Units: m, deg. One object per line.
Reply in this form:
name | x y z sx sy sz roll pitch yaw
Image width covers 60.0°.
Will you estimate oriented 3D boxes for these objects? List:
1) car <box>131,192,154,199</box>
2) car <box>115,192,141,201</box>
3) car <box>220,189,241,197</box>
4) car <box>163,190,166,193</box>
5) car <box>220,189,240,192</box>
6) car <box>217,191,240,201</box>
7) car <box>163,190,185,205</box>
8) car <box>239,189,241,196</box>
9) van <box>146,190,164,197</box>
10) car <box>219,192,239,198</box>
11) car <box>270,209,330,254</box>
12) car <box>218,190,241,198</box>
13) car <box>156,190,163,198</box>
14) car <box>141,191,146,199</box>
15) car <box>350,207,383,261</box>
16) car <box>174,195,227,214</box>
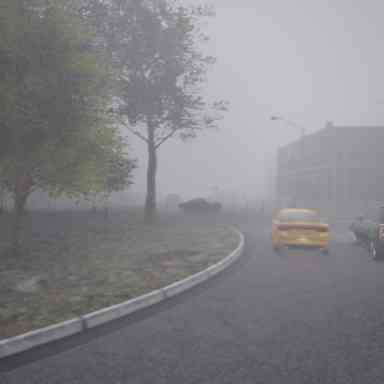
car | -11.788 0.817 78.881 4.892 1.521 2.231 0 1 9
car | -13.457 0.853 67.969 4.553 1.767 2.185 0 1 9
car | 10.428 0.334 90.501 5.566 2.045 2.435 0 1 9
car | -10.320 0.670 87.021 5.366 1.575 1.946 0 1 9
car | 7.013 0.842 68.404 4.553 1.767 2.185 0 1 9
car | 6.108 1.063 63.046 4.792 1.488 2.163 0 1 9
car | -2.704 1.048 51.107 2.097 1.767 4.553 0 1 2
car | 8.309 0.709 76.646 4.553 1.767 2.185 0 1 9
van | -9.962 0.400 89.752 4.442 1.987 1.878 0 1 9
car | 9.148 0.736 82.142 4.892 1.521 2.231 0 1 9
car | 4.212 1.416 13.398 1.882 1.535 5.008 1 0 12
car | 9.602 0.434 84.878 5.566 2.045 2.435 0 1 9
car | -10.957 0.469 84.326 5.566 2.045 2.435 0 1 9
car | -13.066 0.942 70.705 5.008 1.535 2.097 0 1 9
car | 7.165 1.300 11.889 2.097 1.767 4.553 0 0 15
car | 0.748 1.321 33.028 1.882 1.535 5.008 0 0 -42
